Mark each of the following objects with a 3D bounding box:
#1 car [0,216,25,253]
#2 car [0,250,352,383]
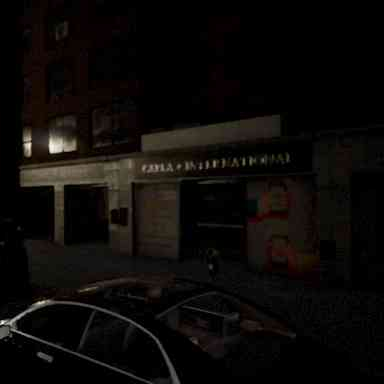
[{"bbox_3d":[-5.200,1.335,6.567,5.009,1.841,2.192,0,-1,35],"label":"car"},{"bbox_3d":[-0.738,1.556,3.382,4.403,1.369,2.008,0,-1,35],"label":"car"}]
